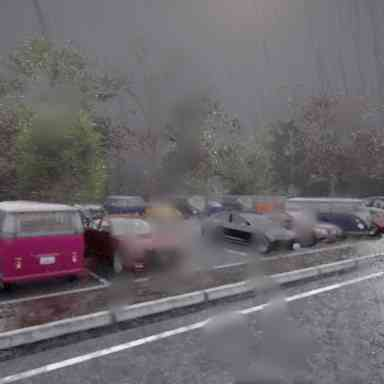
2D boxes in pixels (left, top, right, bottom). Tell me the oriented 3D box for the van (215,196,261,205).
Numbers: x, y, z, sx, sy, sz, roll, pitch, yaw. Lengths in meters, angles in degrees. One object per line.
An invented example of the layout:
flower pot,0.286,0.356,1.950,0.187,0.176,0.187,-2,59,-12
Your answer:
van,3.893,1.330,30.939,1.878,1.987,4.442,1,0,-35

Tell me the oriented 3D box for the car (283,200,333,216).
car,12.956,1.763,37.533,2.097,1.535,5.008,1,-1,-35

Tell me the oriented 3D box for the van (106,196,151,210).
van,-5.145,1.287,24.787,1.878,1.987,4.442,0,0,-35

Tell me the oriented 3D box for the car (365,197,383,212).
car,28.765,1.872,48.767,2.435,2.045,5.566,1,-1,-35

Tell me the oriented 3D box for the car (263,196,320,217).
car,10.616,1.459,35.837,2.435,2.045,5.566,1,-1,-35

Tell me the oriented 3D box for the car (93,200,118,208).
car,-7.330,1.507,23.079,2.231,1.521,4.892,0,0,-35

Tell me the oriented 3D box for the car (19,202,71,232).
car,-9.587,1.499,21.472,2.097,1.535,5.008,0,0,-35

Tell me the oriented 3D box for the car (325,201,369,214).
car,19.617,1.956,42.288,2.002,1.452,4.674,1,-1,-35

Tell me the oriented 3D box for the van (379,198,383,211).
van,31.071,1.949,50.302,1.878,1.987,4.442,1,-1,-35

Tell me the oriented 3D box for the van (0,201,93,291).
van,-4.481,1.266,9.200,1.878,1.987,4.442,0,0,-35

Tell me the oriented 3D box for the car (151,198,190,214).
car,-2.714,1.517,26.149,1.946,1.575,5.366,0,0,-35

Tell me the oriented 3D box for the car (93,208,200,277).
car,-2.156,1.498,10.720,2.097,1.535,5.008,0,0,-35

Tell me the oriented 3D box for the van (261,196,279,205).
van,6.122,1.383,32.813,1.878,1.987,4.442,1,-1,-35

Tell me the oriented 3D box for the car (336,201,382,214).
car,21.979,1.969,43.961,2.097,1.535,5.008,1,-1,-35

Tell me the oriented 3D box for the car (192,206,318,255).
car,2.385,1.542,13.912,2.163,1.488,4.792,0,0,-35

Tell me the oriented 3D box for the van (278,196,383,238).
van,6.959,1.300,17.064,1.878,1.987,4.442,0,0,-35

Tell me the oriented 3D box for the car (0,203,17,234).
car,-11.946,1.492,19.792,2.097,1.535,5.008,0,0,-35

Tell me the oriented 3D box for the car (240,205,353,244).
car,4.629,1.559,15.550,2.002,1.452,4.674,0,0,-35

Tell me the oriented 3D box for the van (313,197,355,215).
van,17.298,1.638,40.776,1.878,1.987,4.442,1,-1,-35

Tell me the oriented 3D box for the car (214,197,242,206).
car,1.687,1.533,29.517,2.097,1.535,5.008,0,0,-35

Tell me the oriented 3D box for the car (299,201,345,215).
car,15.210,1.855,39.143,2.002,1.452,4.674,1,-1,-35

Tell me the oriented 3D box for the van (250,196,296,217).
van,8.275,1.433,34.348,1.878,1.987,4.442,1,-1,-35

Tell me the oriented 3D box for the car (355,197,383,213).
car,26.509,1.821,47.160,2.435,2.045,5.566,1,-1,-35

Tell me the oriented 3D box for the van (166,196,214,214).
van,-0.498,1.301,27.811,1.878,1.987,4.442,0,0,-35
